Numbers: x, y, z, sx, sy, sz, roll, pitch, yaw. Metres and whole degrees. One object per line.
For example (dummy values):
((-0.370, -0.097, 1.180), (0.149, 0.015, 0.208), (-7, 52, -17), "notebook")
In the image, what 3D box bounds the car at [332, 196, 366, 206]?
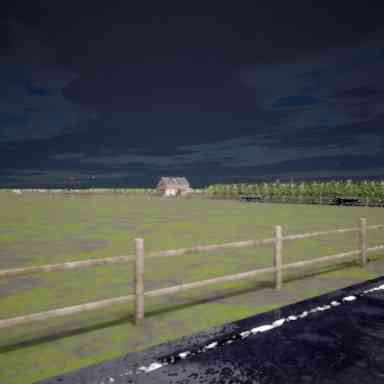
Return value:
((24.564, 1.352, 52.097), (2.128, 1.511, 4.902), (-1, 1, -36), "car")

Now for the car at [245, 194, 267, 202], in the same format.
((12.993, 1.240, 67.757), (2.128, 1.511, 4.902), (-1, 1, -36), "car")
